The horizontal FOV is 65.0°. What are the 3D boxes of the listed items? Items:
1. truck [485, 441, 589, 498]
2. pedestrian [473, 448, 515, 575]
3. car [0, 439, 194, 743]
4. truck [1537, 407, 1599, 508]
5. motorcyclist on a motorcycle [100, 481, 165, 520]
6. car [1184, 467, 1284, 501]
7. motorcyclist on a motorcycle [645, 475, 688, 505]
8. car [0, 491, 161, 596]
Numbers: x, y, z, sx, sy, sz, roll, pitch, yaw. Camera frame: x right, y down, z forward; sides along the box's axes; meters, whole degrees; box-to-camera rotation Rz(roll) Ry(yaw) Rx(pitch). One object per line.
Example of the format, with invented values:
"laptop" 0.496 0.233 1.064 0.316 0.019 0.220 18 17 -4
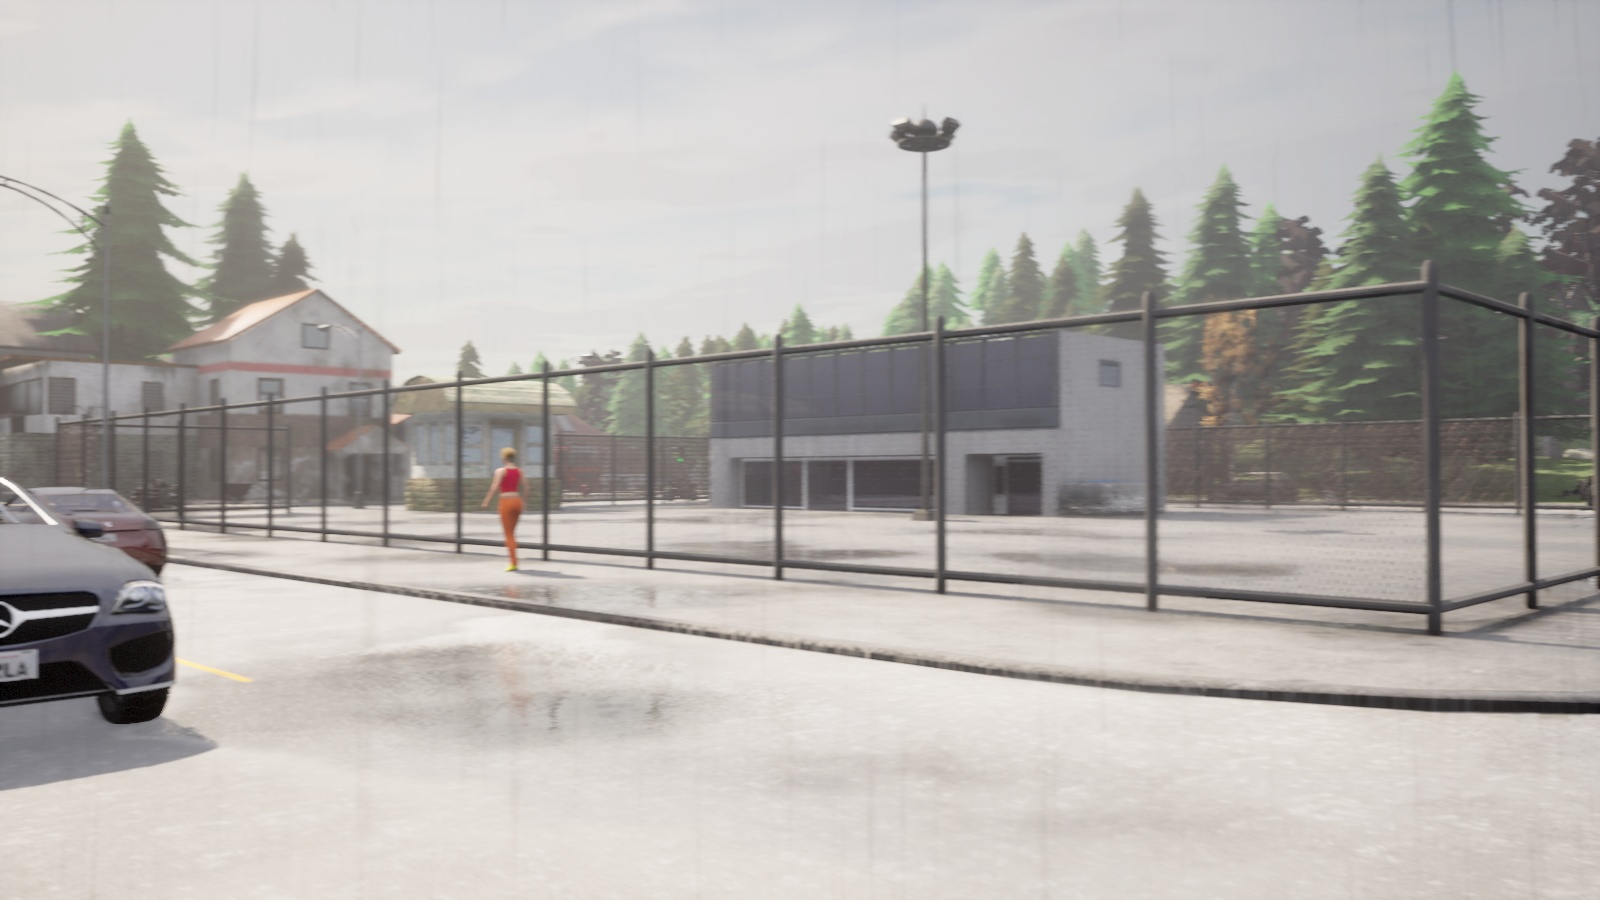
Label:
"truck" -18.805 1.424 89.333 8.468 3.827 2.891 -2 -1 43
"pedestrian" -4.525 0.901 18.566 0.345 1.836 0.594 0 -1 -43
"car" -6.194 0.814 8.517 5.027 1.651 2.152 -2 -1 44
"truck" 29.753 0.227 42.366 7.936 3.462 2.891 -2 -1 44
"motorcyclist on a motorcycle" -27.327 2.062 51.432 0.866 1.530 2.191 -2 -1 44
"car" 19.852 1.553 57.504 3.806 1.475 1.970 -2 -1 44
"motorcyclist on a motorcycle" -7.055 2.092 66.607 0.866 1.530 2.191 -2 -1 44
"car" -11.623 1.350 19.309 4.181 1.385 1.994 -2 -1 45
